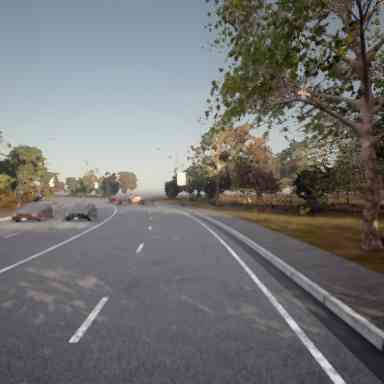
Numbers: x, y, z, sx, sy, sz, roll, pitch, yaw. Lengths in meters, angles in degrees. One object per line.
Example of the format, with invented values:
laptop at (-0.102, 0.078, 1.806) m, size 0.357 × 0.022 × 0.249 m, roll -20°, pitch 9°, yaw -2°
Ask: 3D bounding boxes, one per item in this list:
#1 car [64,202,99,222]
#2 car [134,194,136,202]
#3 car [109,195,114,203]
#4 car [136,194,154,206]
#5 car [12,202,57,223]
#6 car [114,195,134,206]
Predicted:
car at (-8.629, 1.511, 26.529) m, size 2.033 × 1.411 × 5.357 m, roll 0°, pitch 0°, yaw -7°
car at (-10.872, 1.251, 63.749) m, size 2.097 × 1.767 × 4.553 m, roll 0°, pitch 0°, yaw -22°
car at (-14.568, 1.363, 63.562) m, size 1.882 × 1.535 × 5.008 m, roll 0°, pitch 0°, yaw -22°
car at (-7.444, 1.415, 54.026) m, size 1.837 × 1.490 × 4.892 m, roll 0°, pitch 0°, yaw -19°
car at (-12.077, 1.516, 25.912) m, size 2.033 × 1.411 × 5.357 m, roll 0°, pitch 0°, yaw -7°
car at (-11.093, 1.414, 53.938) m, size 1.837 × 1.490 × 4.892 m, roll 0°, pitch 0°, yaw -19°
